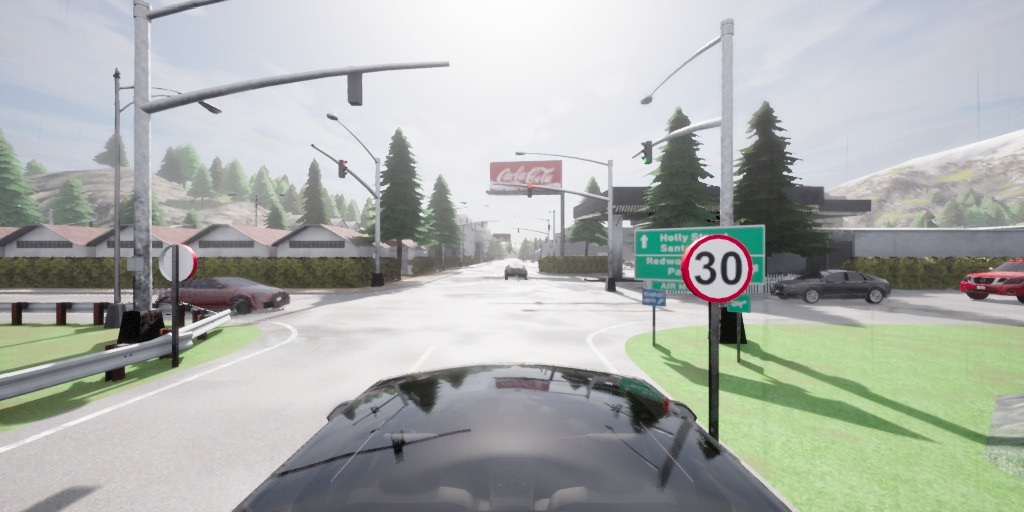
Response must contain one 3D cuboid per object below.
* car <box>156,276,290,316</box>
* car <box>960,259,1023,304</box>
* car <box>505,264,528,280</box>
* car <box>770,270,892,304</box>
[{"bbox_3d":[-11.116,1.506,13.984,4.181,1.385,1.994,0,0,-1],"label":"car"},{"bbox_3d":[25.171,1.163,17.117,5.566,2.045,2.150,0,0,0],"label":"car"},{"bbox_3d":[0.327,1.373,31.557,1.895,1.301,4.718,2,-1,-1],"label":"car"},{"bbox_3d":[15.201,1.446,17.248,4.892,1.490,1.837,0,0,1],"label":"car"}]
